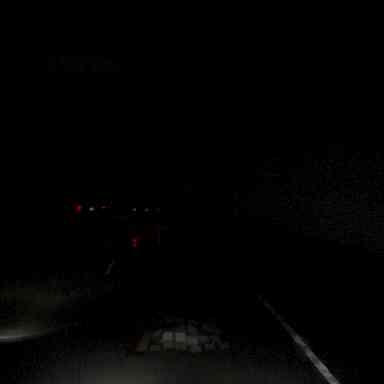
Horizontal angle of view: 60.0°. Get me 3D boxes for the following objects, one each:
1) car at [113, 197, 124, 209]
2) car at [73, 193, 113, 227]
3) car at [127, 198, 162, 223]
[{"bbox_3d":[-9.850,1.289,40.544,2.033,1.411,5.357,0,0,-28],"label":"car"},{"bbox_3d":[-6.544,1.083,22.036,2.150,2.045,5.566,0,0,-15],"label":"car"},{"bbox_3d":[-3.516,1.192,23.967,2.097,1.767,4.553,0,0,-14],"label":"car"}]
